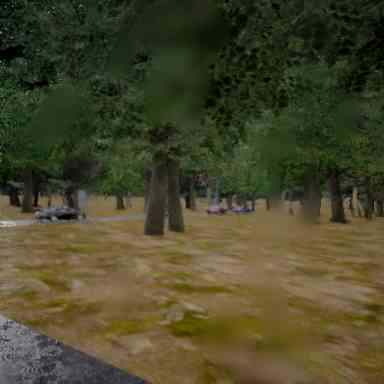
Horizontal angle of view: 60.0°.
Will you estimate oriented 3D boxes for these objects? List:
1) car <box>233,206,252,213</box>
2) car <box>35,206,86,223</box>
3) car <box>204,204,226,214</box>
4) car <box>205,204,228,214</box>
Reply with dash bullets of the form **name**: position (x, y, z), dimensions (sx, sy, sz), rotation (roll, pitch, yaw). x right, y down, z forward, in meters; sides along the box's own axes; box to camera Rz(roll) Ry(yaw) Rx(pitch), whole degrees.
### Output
- **car**: position (10.051, 3.507, 65.980), dimensions (2.033, 1.411, 5.357), rotation (-1, -3, 33)
- **car**: position (-12.365, 2.077, 31.609), dimensions (2.128, 1.511, 4.902), rotation (-1, -2, 33)
- **car**: position (4.370, 3.113, 62.764), dimensions (2.097, 1.767, 4.553), rotation (-1, -2, 33)
- **car**: position (4.551, 3.139, 57.493), dimensions (1.994, 1.385, 4.181), rotation (-1, -2, 34)
